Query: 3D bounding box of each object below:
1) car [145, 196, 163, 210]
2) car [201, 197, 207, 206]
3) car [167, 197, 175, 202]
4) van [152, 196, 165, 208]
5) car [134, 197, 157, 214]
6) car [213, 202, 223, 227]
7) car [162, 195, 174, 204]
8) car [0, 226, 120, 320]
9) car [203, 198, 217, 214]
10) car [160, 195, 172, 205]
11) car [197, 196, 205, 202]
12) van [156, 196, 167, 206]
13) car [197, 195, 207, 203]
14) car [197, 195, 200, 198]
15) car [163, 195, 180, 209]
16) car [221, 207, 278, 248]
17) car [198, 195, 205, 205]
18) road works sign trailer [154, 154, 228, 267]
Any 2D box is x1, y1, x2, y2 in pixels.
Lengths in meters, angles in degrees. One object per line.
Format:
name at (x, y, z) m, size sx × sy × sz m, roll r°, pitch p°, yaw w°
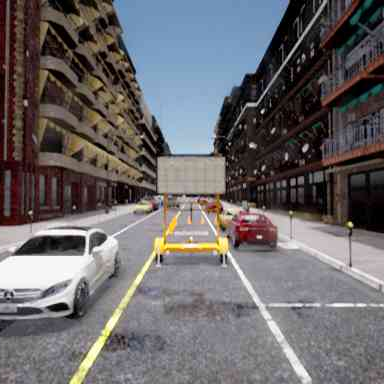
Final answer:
car at (-5.363, 1.470, 42.546) m, size 2.192 × 1.841 × 5.009 m, roll 2°, pitch 0°, yaw 0°
car at (2.511, 1.705, 42.496) m, size 2.008 × 1.369 × 4.403 m, roll 1°, pitch 0°, yaw 0°
car at (-5.449, 1.976, 86.787) m, size 1.947 × 1.339 × 4.313 m, roll 1°, pitch 0°, yaw 0°
van at (-5.383, 1.549, 53.604) m, size 1.690 × 1.788 × 3.998 m, roll 2°, pitch 0°, yaw 0°
car at (-5.359, 1.655, 36.843) m, size 1.752 × 1.417 × 4.829 m, roll 2°, pitch 0°, yaw 0°
car at (2.551, 1.588, 20.544) m, size 1.752 × 1.417 × 4.829 m, roll 1°, pitch 0°, yaw 0°
car at (-5.423, 1.652, 75.726) m, size 2.192 × 1.841 × 5.009 m, roll 1°, pitch 0°, yaw 0°
car at (-2.860, 1.546, 7.487) m, size 1.812 × 1.442 × 4.674 m, roll 0°, pitch 0°, yaw 0°
car at (2.521, 1.675, 36.964) m, size 1.887 × 1.381 × 4.507 m, roll 1°, pitch 0°, yaw 0°
car at (-5.413, 1.618, 70.197) m, size 2.192 × 1.841 × 5.009 m, roll 1°, pitch 0°, yaw 0°
car at (2.390, 1.889, 92.274) m, size 1.967 × 1.590 × 4.097 m, roll 1°, pitch 0°, yaw 0°
van at (-5.394, 1.579, 59.136) m, size 1.690 × 1.788 × 3.998 m, roll 1°, pitch 0°, yaw 0°
car at (2.413, 1.687, 81.212) m, size 2.192 × 1.841 × 5.009 m, roll 1°, pitch 0°, yaw 0°
car at (2.472, 1.743, 70.150) m, size 1.967 × 1.590 × 4.097 m, roll 1°, pitch 0°, yaw 0°
car at (-2.926, 1.539, 49.621) m, size 2.097 × 1.767 × 4.553 m, roll 0°, pitch 0°, yaw 0°
car at (2.560, 1.588, 14.842) m, size 1.887 × 1.381 × 4.507 m, roll 1°, pitch 0°, yaw 0°
car at (2.482, 1.782, 59.087) m, size 1.887 × 1.381 × 4.507 m, roll 1°, pitch 0°, yaw 0°
road works sign trailer at (-0.020, 0.496, 11.505) m, size 2.380 × 3.560 × 2.880 m, roll 0°, pitch 0°, yaw 0°
